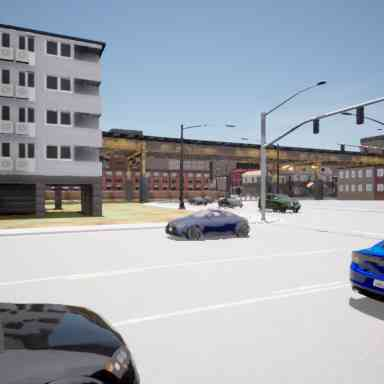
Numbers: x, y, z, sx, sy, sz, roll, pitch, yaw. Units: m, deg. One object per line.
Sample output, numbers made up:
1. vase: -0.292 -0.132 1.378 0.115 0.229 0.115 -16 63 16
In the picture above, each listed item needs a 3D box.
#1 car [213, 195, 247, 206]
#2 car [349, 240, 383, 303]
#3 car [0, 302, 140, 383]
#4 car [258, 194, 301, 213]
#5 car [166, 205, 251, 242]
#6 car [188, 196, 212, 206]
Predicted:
1. car: 5.295 1.526 46.450 1.812 1.442 4.674 0 0 -25
2. car: 5.578 1.478 6.923 5.008 1.535 1.882 0 0 -25
3. car: -2.552 1.564 2.680 4.181 1.385 1.994 0 0 -32
4. car: 9.668 1.222 37.296 2.150 2.045 5.566 0 0 -26
5. car: 0.813 1.564 16.488 4.181 1.385 1.994 0 0 -25
6. car: 0.874 1.547 55.900 2.033 1.411 5.357 0 0 -20
